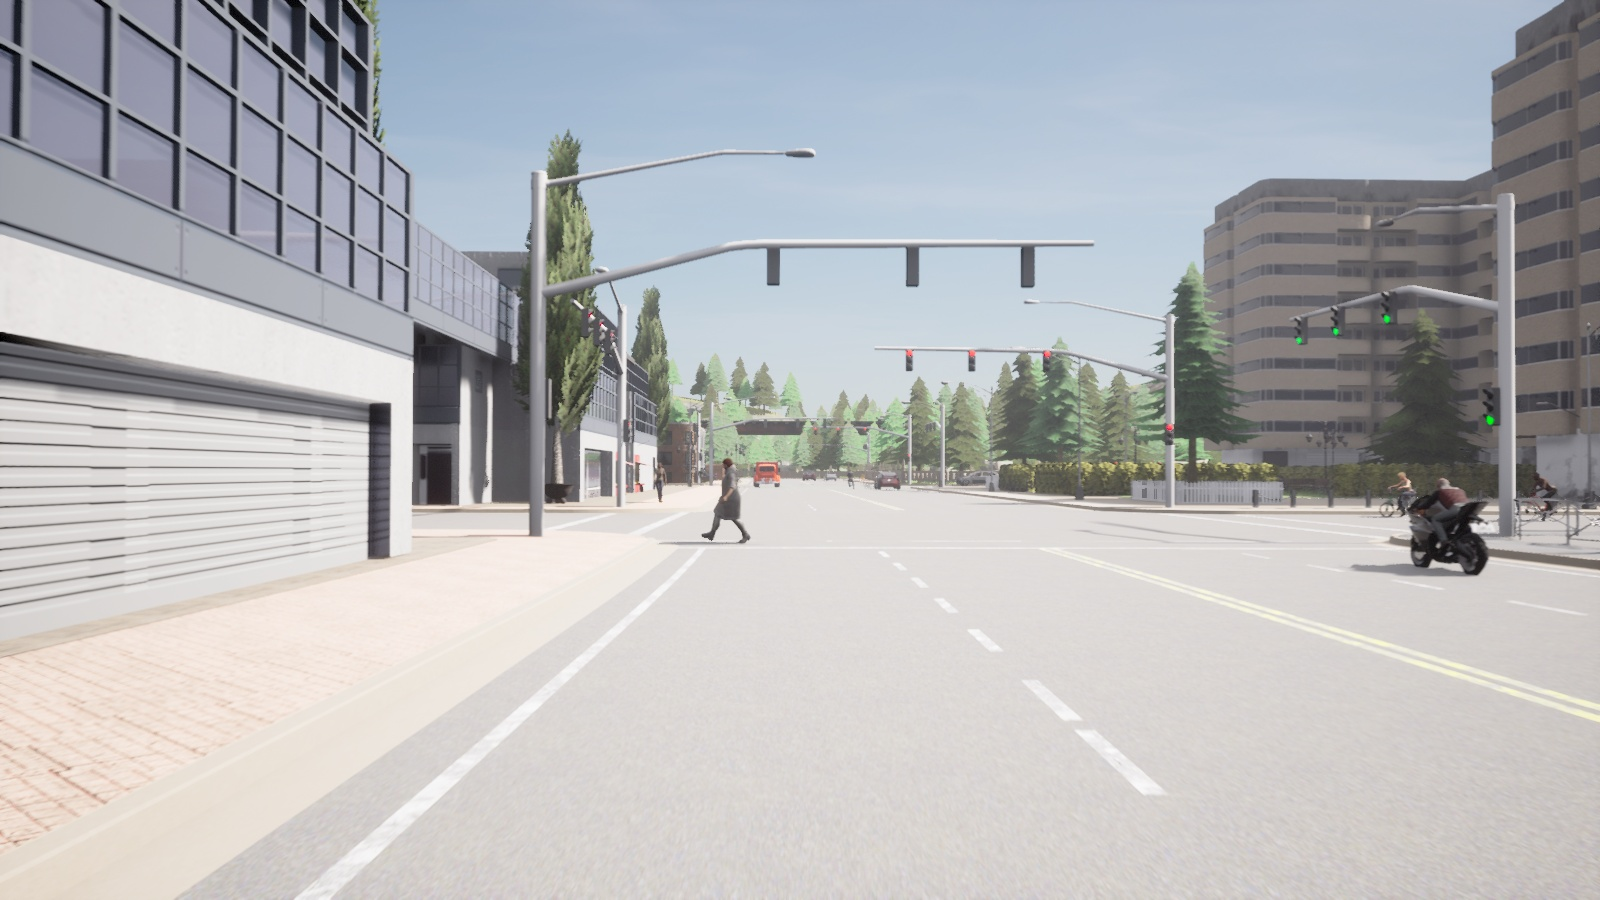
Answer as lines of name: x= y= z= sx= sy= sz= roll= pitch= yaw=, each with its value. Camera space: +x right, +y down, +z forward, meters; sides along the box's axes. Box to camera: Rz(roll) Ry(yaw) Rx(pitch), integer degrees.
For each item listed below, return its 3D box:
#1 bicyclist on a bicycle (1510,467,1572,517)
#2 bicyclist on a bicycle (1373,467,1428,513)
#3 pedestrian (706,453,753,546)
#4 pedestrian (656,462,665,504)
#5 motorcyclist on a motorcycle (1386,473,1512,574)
bicyclist on a bicycle: x=24.307 y=1.360 z=41.198 sx=1.656 sy=1.620 sz=0.582 roll=0 pitch=-1 yaw=-2
bicyclist on a bicycle: x=21.305 y=1.413 z=44.599 sx=1.509 sy=1.612 sz=0.866 roll=0 pitch=-1 yaw=-2
pedestrian: x=-1.509 y=1.049 z=26.862 sx=0.873 sy=1.952 sz=0.659 roll=0 pitch=-1 yaw=-15
pedestrian: x=-6.025 y=1.408 z=54.380 sx=0.328 sy=1.805 sz=0.869 roll=0 pitch=-1 yaw=-2
motorcyclist on a motorcycle: x=10.406 y=1.147 z=20.248 sx=0.866 sy=1.530 sz=2.191 roll=0 pitch=-1 yaw=-1
